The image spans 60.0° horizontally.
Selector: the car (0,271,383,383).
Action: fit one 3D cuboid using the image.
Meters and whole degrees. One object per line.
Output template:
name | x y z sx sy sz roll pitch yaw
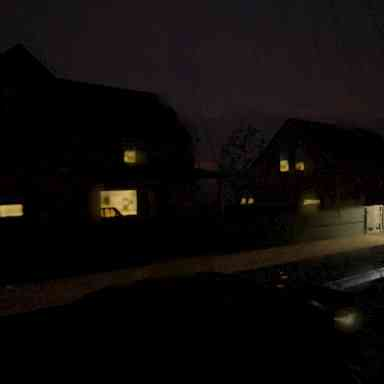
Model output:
car | -0.208 1.546 2.924 5.357 1.411 2.033 0 0 -36
